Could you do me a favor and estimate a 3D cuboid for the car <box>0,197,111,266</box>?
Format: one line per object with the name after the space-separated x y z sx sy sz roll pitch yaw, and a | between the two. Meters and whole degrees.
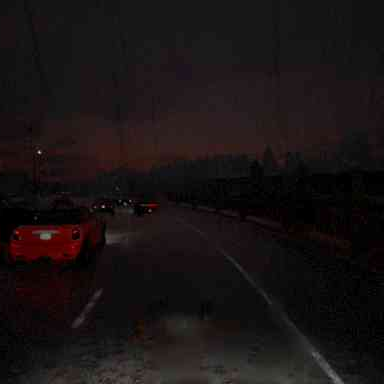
-4.242 1.221 11.252 2.097 1.767 4.553 0 1 -6 | car

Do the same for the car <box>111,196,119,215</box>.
-7.796 1.211 28.964 2.033 1.411 5.357 0 1 -16 | car

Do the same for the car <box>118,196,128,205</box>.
-8.891 1.100 42.143 1.895 1.301 4.718 -1 1 -22 | car

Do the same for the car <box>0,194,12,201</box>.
-24.827 1.078 43.543 1.837 1.490 4.892 -1 1 -23 | car

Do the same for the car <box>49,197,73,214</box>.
-12.538 1.211 32.078 1.994 1.385 4.181 0 1 -19 | car

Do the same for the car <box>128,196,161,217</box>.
-3.736 1.162 27.142 2.128 1.511 4.902 0 1 -15 | car

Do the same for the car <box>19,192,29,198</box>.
-41.087 0.720 81.408 1.994 1.385 4.181 -1 -1 -23 | car

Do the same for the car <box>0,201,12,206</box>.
-8.177 1.347 14.442 1.837 1.490 4.892 0 1 -8 | car
